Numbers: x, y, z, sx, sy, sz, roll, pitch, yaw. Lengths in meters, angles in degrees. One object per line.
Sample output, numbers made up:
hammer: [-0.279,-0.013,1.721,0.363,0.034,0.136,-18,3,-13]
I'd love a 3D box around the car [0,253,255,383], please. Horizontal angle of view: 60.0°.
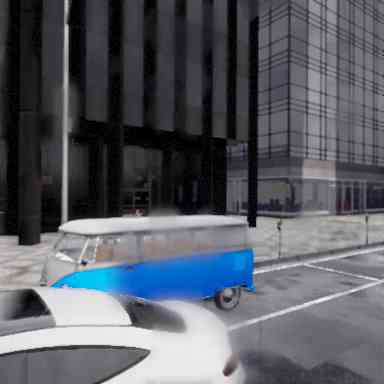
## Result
car: [-1.682,1.524,2.181,4.674,1.442,1.812,0,0,-35]

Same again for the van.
van: [-0.651,1.361,6.180,3.998,1.788,1.690,0,0,-35]
